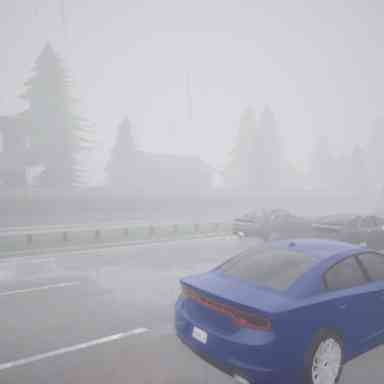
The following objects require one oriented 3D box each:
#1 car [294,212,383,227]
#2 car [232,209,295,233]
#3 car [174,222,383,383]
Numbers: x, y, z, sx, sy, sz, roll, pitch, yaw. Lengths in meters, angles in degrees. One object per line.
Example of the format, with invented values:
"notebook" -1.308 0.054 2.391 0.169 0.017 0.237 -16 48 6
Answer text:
"car" 6.262 1.529 12.508 4.892 1.490 1.837 0 0 -35
"car" 4.013 1.515 15.204 4.902 1.511 2.128 0 0 -35
"car" 2.107 1.487 5.246 5.008 1.535 1.882 0 0 -35
